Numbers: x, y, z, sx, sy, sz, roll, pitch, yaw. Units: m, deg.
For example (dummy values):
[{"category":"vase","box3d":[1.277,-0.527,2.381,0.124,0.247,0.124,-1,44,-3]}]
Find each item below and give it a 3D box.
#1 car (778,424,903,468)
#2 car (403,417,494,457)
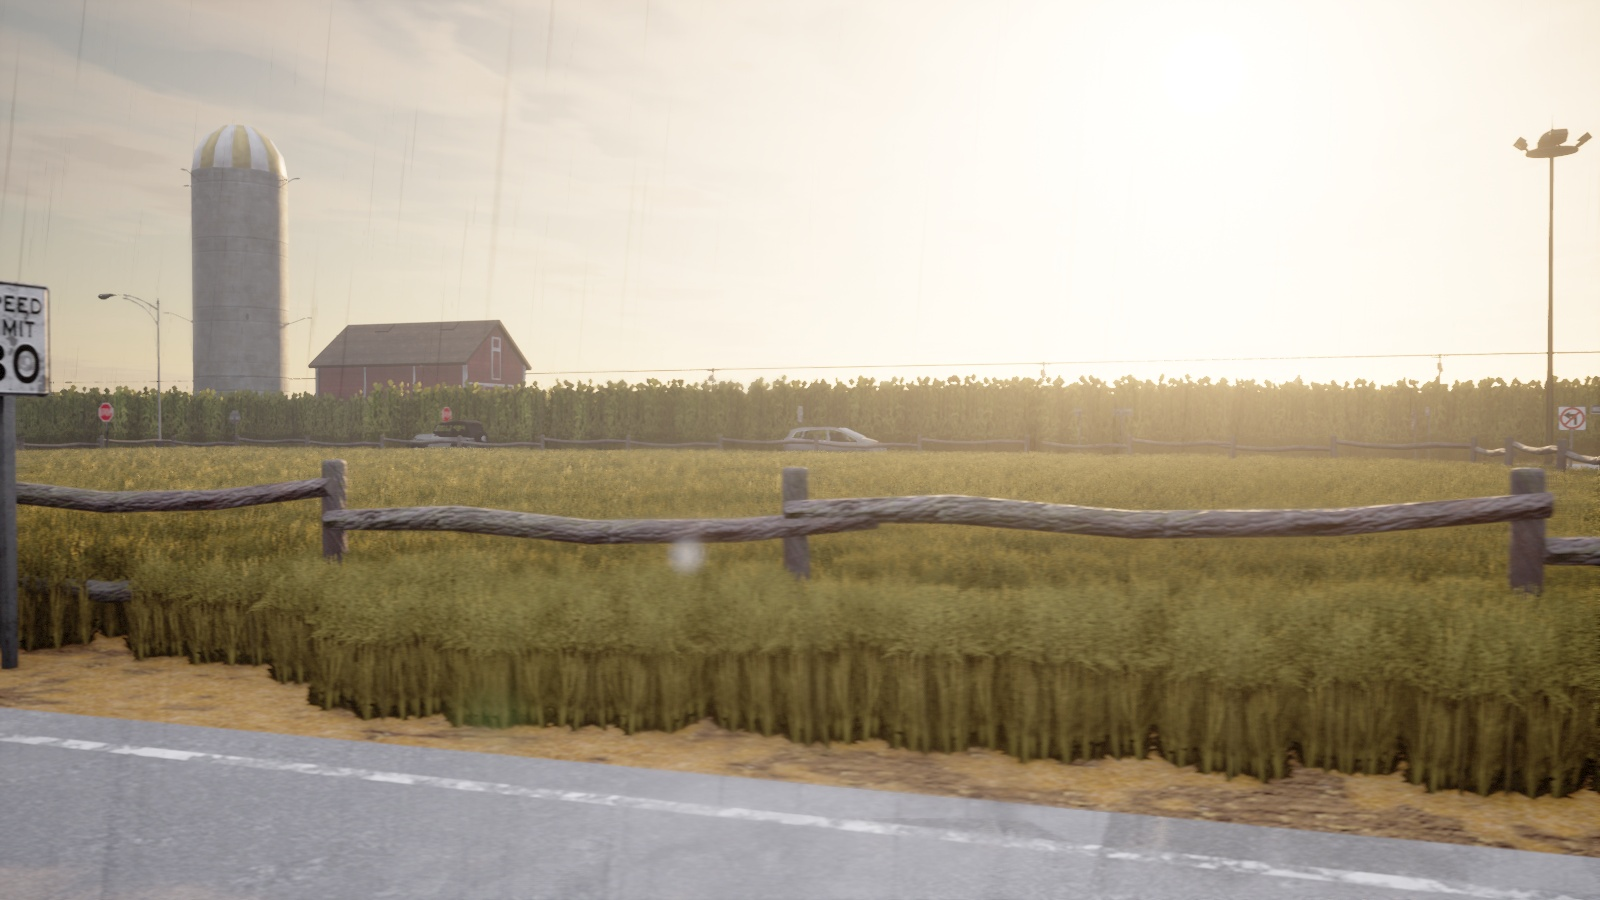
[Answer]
[{"category":"car","box3d":[1.649,-0.185,51.184,4.611,1.667,2.242,1,1,19]},{"category":"car","box3d":[-17.094,-0.633,61.103,3.866,1.878,1.905,1,1,19]}]
